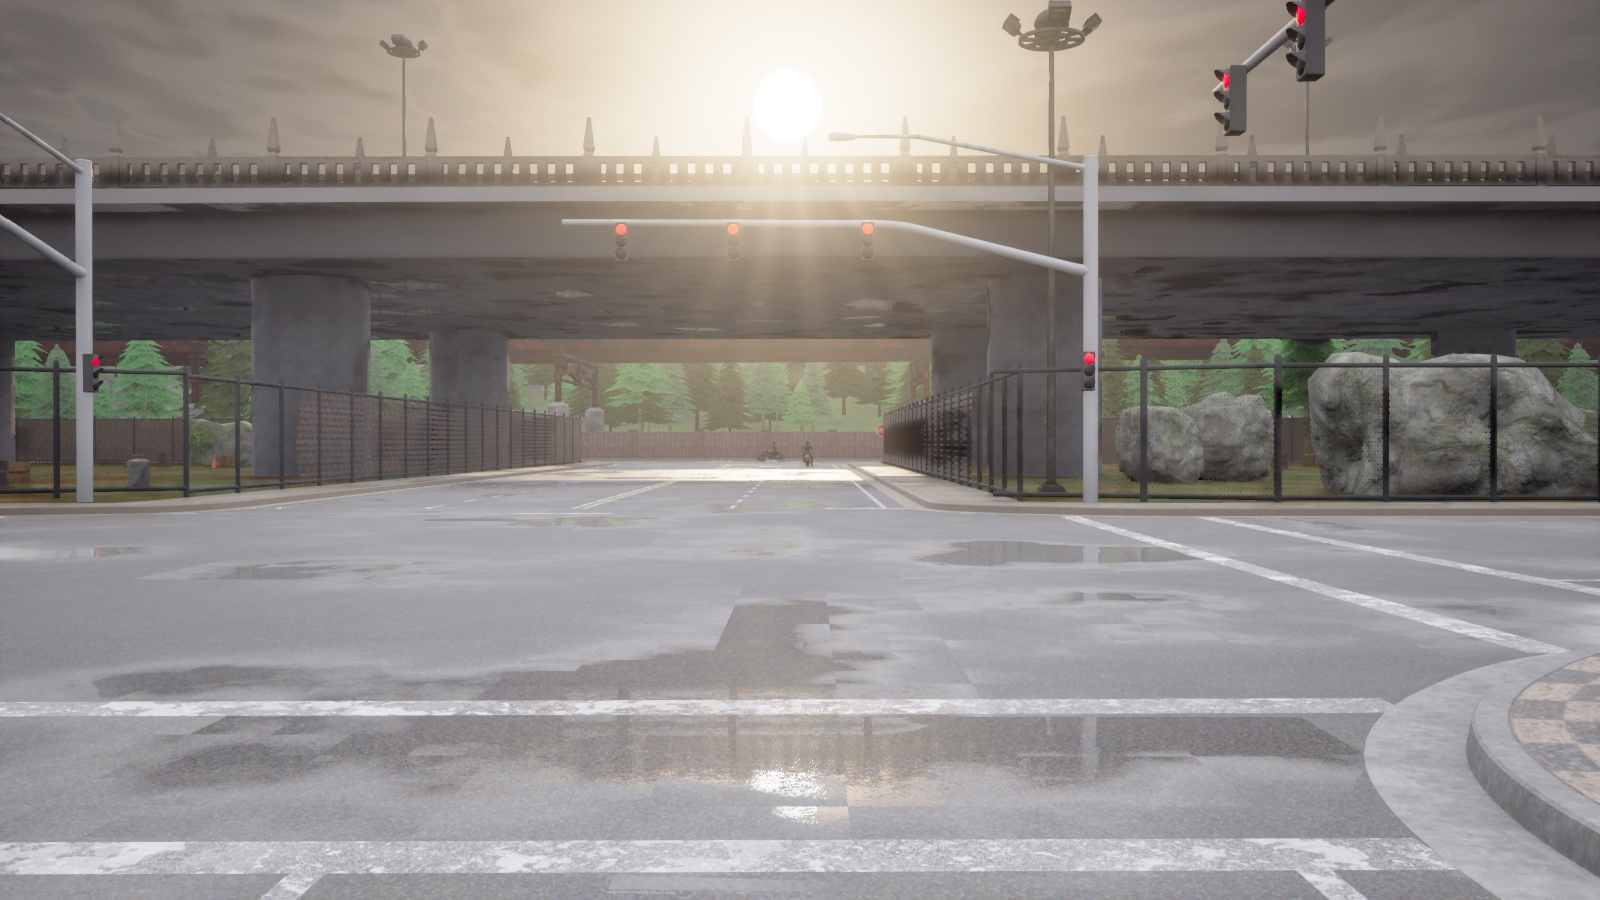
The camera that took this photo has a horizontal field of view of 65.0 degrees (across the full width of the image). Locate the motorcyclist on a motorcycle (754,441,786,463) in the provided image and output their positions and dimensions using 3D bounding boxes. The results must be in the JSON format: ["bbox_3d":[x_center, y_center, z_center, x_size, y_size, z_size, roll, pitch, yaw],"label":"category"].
[{"bbox_3d":[-2.292,0.147,97.135,2.350,1.649,0.766,0,2,-28],"label":"motorcyclist on a motorcycle"}]
